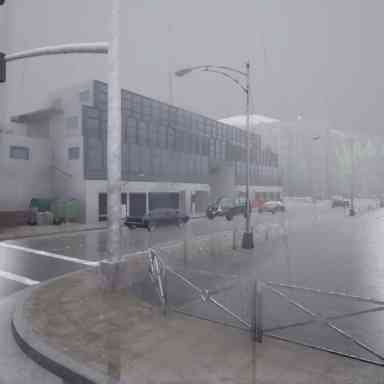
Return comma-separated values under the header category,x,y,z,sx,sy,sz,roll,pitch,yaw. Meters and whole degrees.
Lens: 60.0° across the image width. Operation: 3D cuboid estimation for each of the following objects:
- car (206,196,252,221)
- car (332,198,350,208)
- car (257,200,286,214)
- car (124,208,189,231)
category,x,y,z,sx,sy,sz,roll,pitch,yaw
car,3.467,1.398,30.157,2.150,2.045,5.566,0,0,36
car,22.774,1.681,50.861,1.837,1.490,4.892,0,0,36
car,9.243,1.702,38.229,1.812,1.442,4.674,0,0,36
car,-2.265,1.777,22.128,1.895,1.301,4.718,0,0,36
